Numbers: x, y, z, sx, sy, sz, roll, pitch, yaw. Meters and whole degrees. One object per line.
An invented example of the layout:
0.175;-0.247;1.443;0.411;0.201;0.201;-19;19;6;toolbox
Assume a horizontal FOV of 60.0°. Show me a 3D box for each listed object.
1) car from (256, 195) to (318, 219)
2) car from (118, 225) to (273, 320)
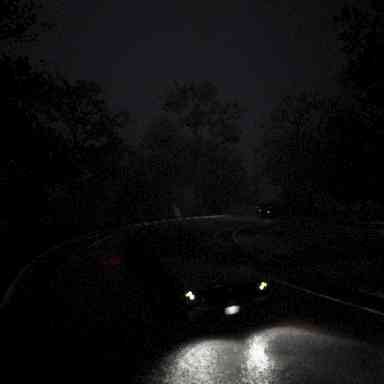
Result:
8.385;1.244;29.323;5.566;2.045;2.150;0;-1;-20;car
-0.411;1.544;7.895;2.033;1.411;5.357;0;0;-24;car
